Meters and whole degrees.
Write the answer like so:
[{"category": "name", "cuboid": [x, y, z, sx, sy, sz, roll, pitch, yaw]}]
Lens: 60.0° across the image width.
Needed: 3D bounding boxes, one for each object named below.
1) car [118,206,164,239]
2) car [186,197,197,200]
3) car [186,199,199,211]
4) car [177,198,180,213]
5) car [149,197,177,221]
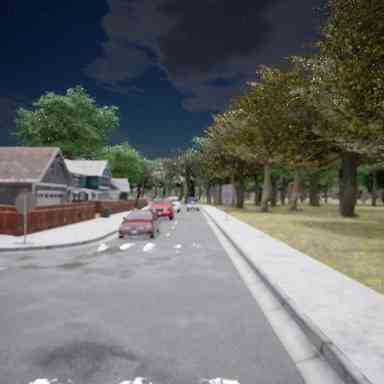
[{"category": "car", "cuboid": [-2.841, 1.739, 18.723, 1.812, 1.442, 4.674, 0, -1, 0]}, {"category": "car", "cuboid": [0.059, 2.031, 65.385, 2.150, 2.045, 5.566, 0, -1, -2]}, {"category": "car", "cuboid": [0.133, 2.227, 51.564, 1.895, 1.301, 4.718, 0, -1, 0]}, {"category": "car", "cuboid": [-2.804, 1.784, 46.668, 2.150, 2.045, 5.566, 0, -1, 1]}, {"category": "car", "cuboid": [-2.824, 1.596, 31.782, 2.150, 2.045, 5.566, 0, -1, 0]}]
